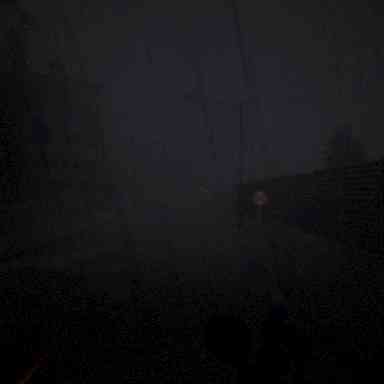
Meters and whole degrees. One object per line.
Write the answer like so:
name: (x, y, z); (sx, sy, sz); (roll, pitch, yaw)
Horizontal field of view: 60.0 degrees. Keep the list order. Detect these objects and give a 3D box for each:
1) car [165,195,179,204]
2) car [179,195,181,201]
car: (-4.006, 1.502, 62.139); (2.128, 1.511, 4.902); (0, 0, 0)
car: (-4.010, 1.520, 88.414); (2.128, 1.511, 4.902); (0, 0, 0)
